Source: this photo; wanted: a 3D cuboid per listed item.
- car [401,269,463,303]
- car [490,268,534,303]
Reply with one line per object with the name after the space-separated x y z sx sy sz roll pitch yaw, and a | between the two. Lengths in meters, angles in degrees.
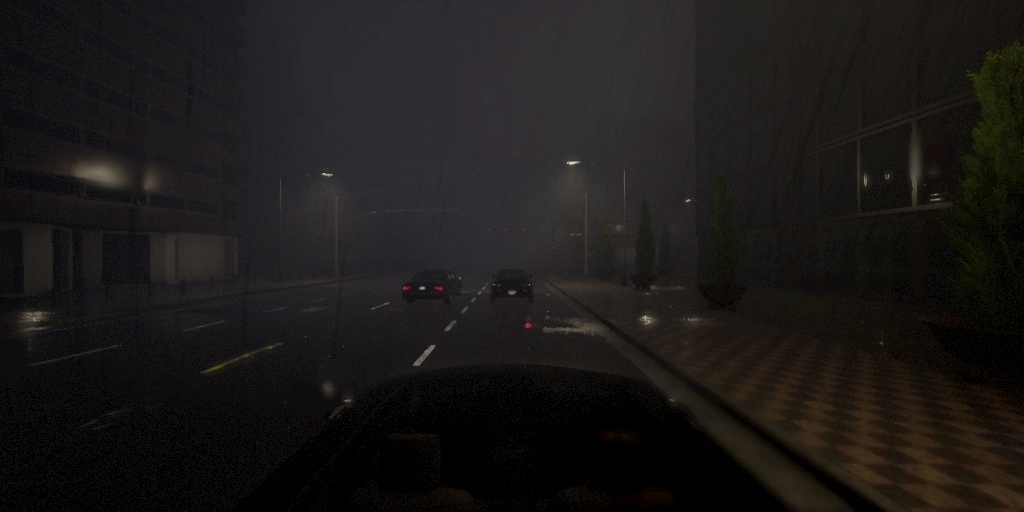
-3.500 1.311 16.500 2.033 1.411 5.357 0 0 0 | car
0.000 1.281 16.500 1.812 1.442 4.674 0 0 0 | car
